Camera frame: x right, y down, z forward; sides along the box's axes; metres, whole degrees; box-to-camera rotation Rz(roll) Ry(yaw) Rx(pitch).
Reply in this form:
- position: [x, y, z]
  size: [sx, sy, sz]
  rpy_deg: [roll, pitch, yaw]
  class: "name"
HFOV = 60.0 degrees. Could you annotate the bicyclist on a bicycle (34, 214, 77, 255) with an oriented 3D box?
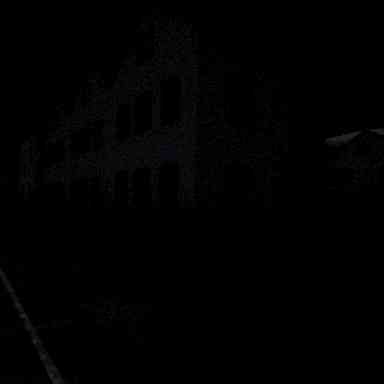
- position: [-5.507, 1.708, 13.514]
  size: [1.656, 1.620, 0.582]
  rpy_deg: [2, -2, -34]
  class: "bicyclist on a bicycle"
